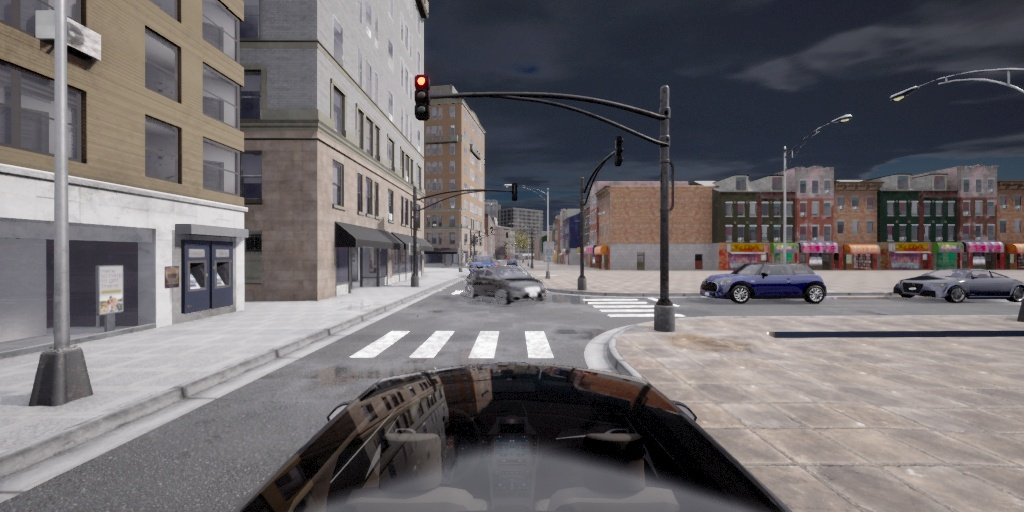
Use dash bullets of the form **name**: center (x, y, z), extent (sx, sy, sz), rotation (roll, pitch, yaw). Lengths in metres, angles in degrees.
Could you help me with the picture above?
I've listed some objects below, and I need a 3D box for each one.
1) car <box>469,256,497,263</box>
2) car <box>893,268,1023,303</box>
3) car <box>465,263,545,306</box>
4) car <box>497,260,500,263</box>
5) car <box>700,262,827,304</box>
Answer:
- **car**: center (-2.888, 0.977, 34.727), extent (2.150, 2.045, 5.566), rotation (0, 0, 0)
- **car**: center (19.420, 1.234, 15.618), extent (4.181, 1.385, 1.994), rotation (0, 0, 0)
- **car**: center (-0.467, 1.242, 16.056), extent (2.128, 1.511, 4.902), rotation (-1, 0, -32)
- **car**: center (-2.825, 1.116, 51.200), extent (2.097, 1.767, 4.553), rotation (0, 0, 0)
- **car**: center (10.741, 1.054, 15.590), extent (4.553, 1.767, 2.097), rotation (0, 0, 1)
